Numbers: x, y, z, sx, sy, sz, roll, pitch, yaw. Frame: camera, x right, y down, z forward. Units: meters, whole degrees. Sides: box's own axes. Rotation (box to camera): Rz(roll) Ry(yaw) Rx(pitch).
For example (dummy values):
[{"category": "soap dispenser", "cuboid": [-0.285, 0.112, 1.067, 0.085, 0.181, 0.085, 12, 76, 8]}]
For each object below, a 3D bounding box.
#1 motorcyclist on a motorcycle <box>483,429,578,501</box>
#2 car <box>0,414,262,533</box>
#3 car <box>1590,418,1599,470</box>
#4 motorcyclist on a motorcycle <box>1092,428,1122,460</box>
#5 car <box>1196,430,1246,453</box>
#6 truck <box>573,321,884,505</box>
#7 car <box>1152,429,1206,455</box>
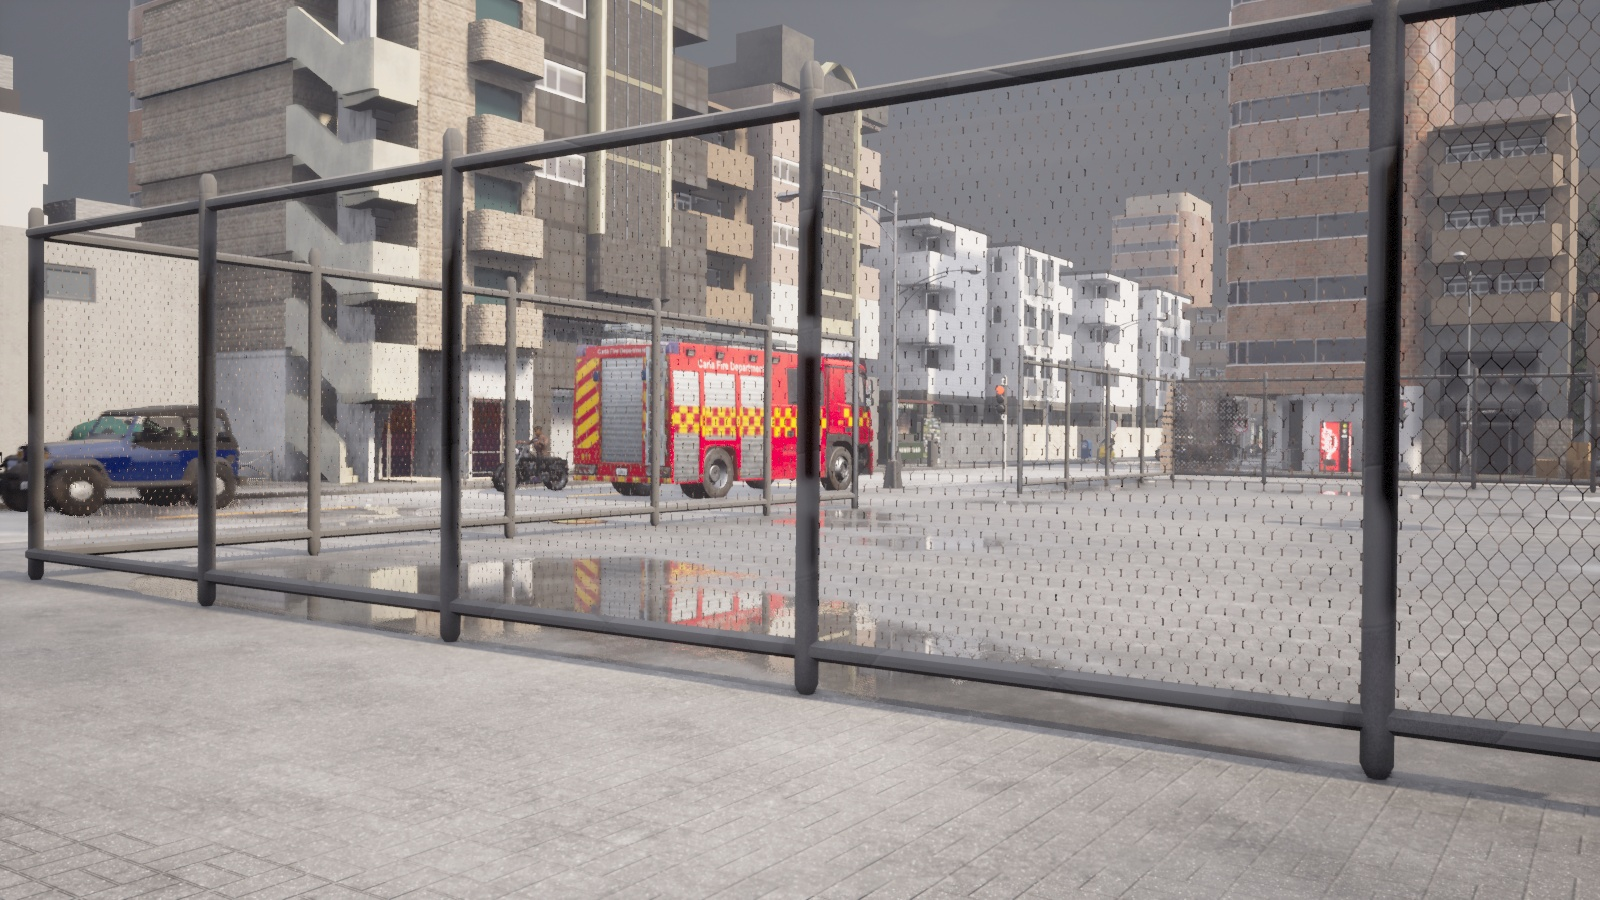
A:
[{"category": "motorcyclist on a motorcycle", "cuboid": [-6.416, 0.329, 30.011, 0.766, 1.649, 2.350, 0, 1, 34]}, {"category": "car", "cuboid": [-11.756, 0.334, 21.962, 1.905, 1.878, 3.866, 0, 1, 34]}, {"category": "car", "cuboid": [27.949, -0.224, 40.049, 4.611, 1.667, 2.242, 0, 1, 34]}, {"category": "motorcyclist on a motorcycle", "cuboid": [15.349, -0.312, 62.815, 0.866, 1.590, 1.817, 0, 1, 34]}, {"category": "car", "cuboid": [26.967, -0.545, 80.292, 1.994, 1.385, 4.181, 0, 1, 34]}, {"category": "truck", "cuboid": [-1.391, -0.835, 30.369, 2.891, 3.827, 8.468, 0, 1, 34]}, {"category": "car", "cuboid": [22.010, -0.497, 72.834, 1.970, 1.475, 3.806, 0, 1, 33]}]
